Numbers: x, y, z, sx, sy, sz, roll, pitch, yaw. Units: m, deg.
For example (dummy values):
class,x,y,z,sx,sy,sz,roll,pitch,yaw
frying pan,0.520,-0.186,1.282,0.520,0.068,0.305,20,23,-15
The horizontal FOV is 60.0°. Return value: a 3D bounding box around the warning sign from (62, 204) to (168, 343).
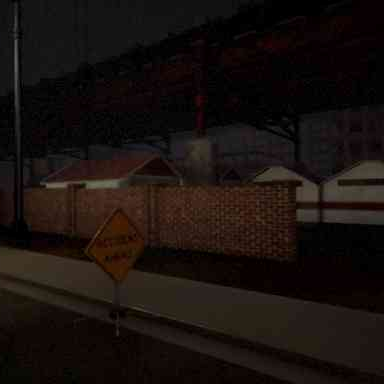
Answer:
class,x,y,z,sx,sy,sz,roll,pitch,yaw
warning sign,-1.217,1.153,5.415,1.060,1.860,1.300,-1,0,36
